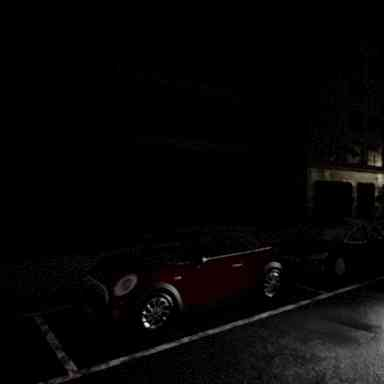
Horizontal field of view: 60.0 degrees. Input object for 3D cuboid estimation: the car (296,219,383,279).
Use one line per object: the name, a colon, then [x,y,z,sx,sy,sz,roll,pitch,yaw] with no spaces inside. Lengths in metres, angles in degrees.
car: [4.371,1.524,9.872,4.403,1.369,2.008,0,1,-35]

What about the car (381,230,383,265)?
car: [6.816,1.571,8.130,4.718,1.301,1.895,0,0,-35]

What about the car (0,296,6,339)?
car: [-4.554,1.551,3.503,4.507,1.381,1.887,0,1,-35]

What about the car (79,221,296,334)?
car: [-0.091,1.429,6.687,4.097,1.590,1.967,0,1,-36]
